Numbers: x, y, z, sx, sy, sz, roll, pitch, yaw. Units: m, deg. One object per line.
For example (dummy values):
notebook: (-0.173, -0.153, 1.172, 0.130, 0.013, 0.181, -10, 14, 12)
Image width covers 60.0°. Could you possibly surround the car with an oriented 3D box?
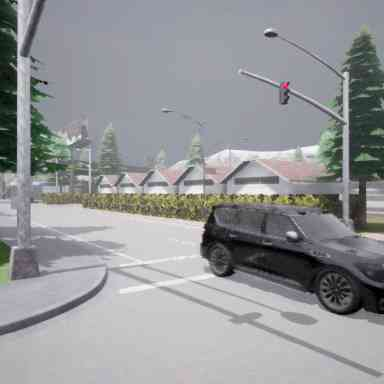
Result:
car: (2.448, 1.348, 8.125, 2.150, 2.045, 5.566, 0, 1, -36)
